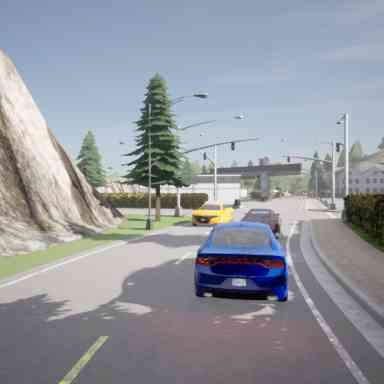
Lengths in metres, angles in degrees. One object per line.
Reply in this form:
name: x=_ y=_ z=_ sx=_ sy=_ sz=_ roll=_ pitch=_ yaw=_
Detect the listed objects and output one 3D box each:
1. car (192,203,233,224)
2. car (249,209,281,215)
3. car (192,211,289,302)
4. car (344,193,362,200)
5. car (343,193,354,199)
car: x=1.511 y=1.478 z=22.956 sx=1.882 sy=1.535 sz=5.008 roll=0 pitch=0 yaw=20
car: x=3.677 y=1.564 z=17.631 sx=1.994 sy=1.385 sz=4.181 roll=0 pitch=0 yaw=17
car: x=1.281 y=1.478 z=8.440 sx=1.882 sy=1.535 sz=5.008 roll=0 pitch=0 yaw=10
car: x=40.119 y=1.077 z=82.984 sx=3.866 sy=1.878 sz=1.905 roll=0 pitch=0 yaw=19
car: x=38.469 y=1.361 z=80.034 sx=3.806 sy=1.475 sz=1.970 roll=0 pitch=0 yaw=19
